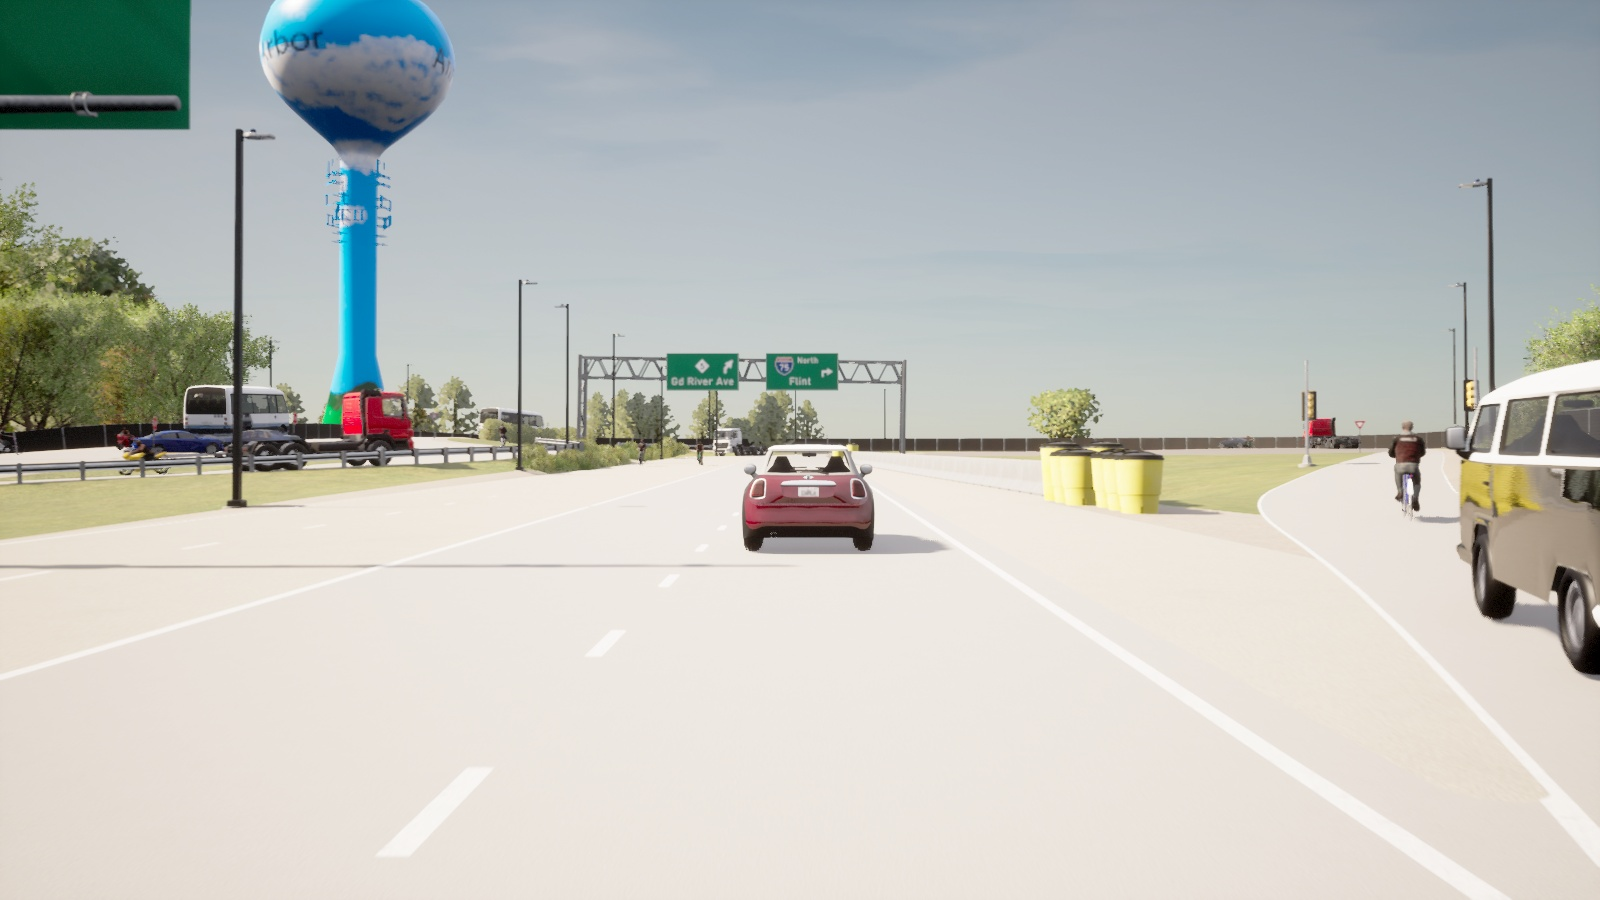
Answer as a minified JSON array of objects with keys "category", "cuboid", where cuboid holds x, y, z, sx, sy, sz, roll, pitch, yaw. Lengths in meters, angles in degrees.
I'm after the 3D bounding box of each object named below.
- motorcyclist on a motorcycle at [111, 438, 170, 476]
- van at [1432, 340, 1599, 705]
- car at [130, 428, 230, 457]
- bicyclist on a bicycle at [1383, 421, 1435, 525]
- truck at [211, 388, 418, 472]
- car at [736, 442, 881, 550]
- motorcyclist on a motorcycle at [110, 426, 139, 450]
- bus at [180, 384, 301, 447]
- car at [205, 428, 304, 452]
[{"category":"motorcyclist on a motorcycle","cuboid":[-28.273,0.292,53.847,2.044,1.523,0.797,-3,1,-41]},{"category":"van","cuboid":[6.058,0.377,8.886,2.069,2.038,4.480,0,1,17]},{"category":"car","cuboid":[-37.054,-0.488,75.141,5.008,1.535,1.882,-3,3,-41]},{"category":"bicyclist on a bicycle","cuboid":[10.782,0.378,22.273,0.659,1.776,1.843,0,1,21]},{"category":"truck","cuboid":[-21.307,-0.944,55.480,7.936,3.462,2.891,-3,2,-43]},{"category":"car","cuboid":[0.123,0.614,18.987,1.970,1.475,3.806,0,0,0]},{"category":"motorcyclist on a motorcycle","cuboid":[-43.670,-0.788,81.220,0.797,1.523,2.044,0,3,-3]},{"category":"bus","cuboid":[-40.183,-2.543,90.719,3.944,4.253,10.273,0,2,1]},{"category":"car","cuboid":[-34.579,-0.652,79.672,5.357,1.411,2.033,0,3,1]}]
